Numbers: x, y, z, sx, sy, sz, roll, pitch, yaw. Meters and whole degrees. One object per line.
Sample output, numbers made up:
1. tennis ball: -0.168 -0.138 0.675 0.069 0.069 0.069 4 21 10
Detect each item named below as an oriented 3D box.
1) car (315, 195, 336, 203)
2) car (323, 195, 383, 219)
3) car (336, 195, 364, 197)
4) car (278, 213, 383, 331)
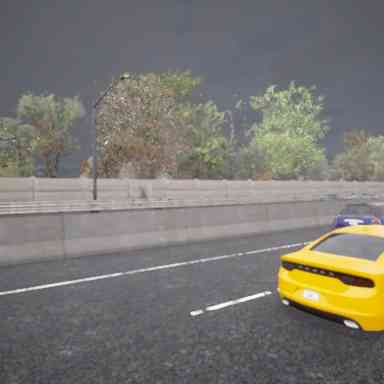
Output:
1. car: 17.541 1.120 42.287 4.181 1.385 1.994 -1 0 -35
2. car: 7.715 1.187 13.562 4.553 1.767 2.097 -1 0 -35
3. car: 19.488 1.083 39.384 4.674 1.442 1.812 -1 0 -35
4. car: 3.851 1.397 6.536 5.008 1.535 1.882 -1 1 -35
